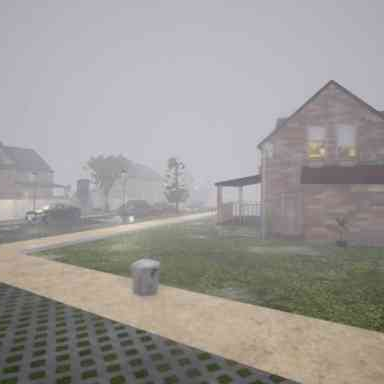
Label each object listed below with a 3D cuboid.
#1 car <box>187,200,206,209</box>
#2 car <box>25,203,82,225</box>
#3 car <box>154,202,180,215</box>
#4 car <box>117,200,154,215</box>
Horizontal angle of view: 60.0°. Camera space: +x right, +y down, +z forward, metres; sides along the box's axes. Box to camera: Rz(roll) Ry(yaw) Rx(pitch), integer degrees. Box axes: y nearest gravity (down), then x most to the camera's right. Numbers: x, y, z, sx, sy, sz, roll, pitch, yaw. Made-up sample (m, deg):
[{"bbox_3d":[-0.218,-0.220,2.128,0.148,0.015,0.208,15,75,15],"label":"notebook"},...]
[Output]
[{"bbox_3d":[0.793,2.108,57.218,2.033,1.411,5.357,0,-1,20],"label":"car"},{"bbox_3d":[-10.724,1.651,26.041,2.128,1.511,4.902,0,-1,20],"label":"car"},{"bbox_3d":[-3.115,1.880,38.521,2.033,1.411,5.357,0,-1,20],"label":"car"},{"bbox_3d":[-6.538,1.648,37.456,2.097,1.767,4.553,0,-1,20],"label":"car"}]
